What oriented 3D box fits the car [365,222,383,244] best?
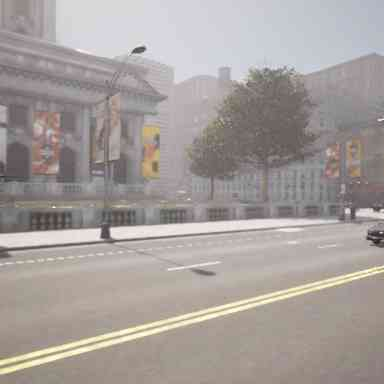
[{"bbox_3d":[10.365,1.726,15.689,5.357,1.411,2.033,1,0,-36],"label":"car"}]
